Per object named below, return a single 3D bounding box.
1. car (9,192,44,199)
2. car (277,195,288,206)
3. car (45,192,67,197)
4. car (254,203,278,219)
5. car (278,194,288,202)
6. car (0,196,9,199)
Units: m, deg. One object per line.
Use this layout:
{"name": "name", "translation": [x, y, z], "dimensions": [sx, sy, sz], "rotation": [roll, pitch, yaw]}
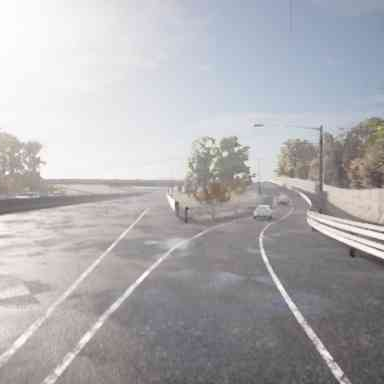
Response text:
{"name": "car", "translation": [-25.668, 1.022, 51.773], "dimensions": [2.150, 2.045, 5.566], "rotation": [0, 0, -4]}
{"name": "car", "translation": [17.354, 1.924, 63.777], "dimensions": [1.812, 1.442, 4.674], "rotation": [1, 2, 16]}
{"name": "car", "translation": [-26.853, 1.015, 66.785], "dimensions": [2.150, 2.045, 5.566], "rotation": [0, 0, -5]}
{"name": "car", "translation": [8.055, 2.204, 36.796], "dimensions": [1.812, 1.442, 4.674], "rotation": [1, -1, 21]}
{"name": "car", "translation": [20.079, 1.334, 73.501], "dimensions": [1.812, 1.442, 4.674], "rotation": [1, 4, 14]}
{"name": "car", "translation": [-29.147, 1.303, 51.432], "dimensions": [1.812, 1.442, 4.674], "rotation": [0, 0, -4]}
